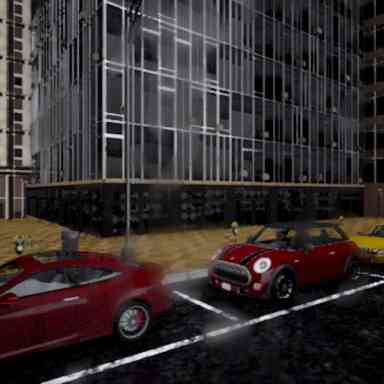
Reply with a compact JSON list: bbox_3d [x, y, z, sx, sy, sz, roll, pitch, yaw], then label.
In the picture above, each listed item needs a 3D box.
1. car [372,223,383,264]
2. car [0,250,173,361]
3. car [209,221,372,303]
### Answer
[{"bbox_3d":[6.847,1.644,11.454,4.829,1.417,1.752,1,-1,-35],"label":"car"},{"bbox_3d":[-2.268,1.591,4.951,4.206,1.307,1.802,1,-1,-35],"label":"car"},{"bbox_3d":[2.359,1.505,8.254,4.097,1.590,1.967,1,-1,-35],"label":"car"}]
